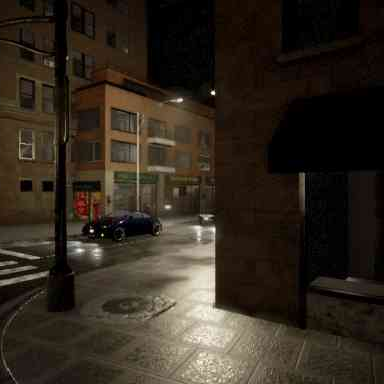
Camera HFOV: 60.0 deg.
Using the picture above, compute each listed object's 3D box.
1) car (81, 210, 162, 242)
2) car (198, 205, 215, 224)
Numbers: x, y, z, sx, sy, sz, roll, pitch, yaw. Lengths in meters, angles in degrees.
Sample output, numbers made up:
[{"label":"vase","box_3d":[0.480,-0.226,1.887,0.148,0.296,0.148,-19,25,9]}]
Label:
[{"label":"car","box_3d":[-3.400,1.594,16.725,1.994,1.385,4.181,0,0,35]},{"label":"car","box_3d":[2.309,1.580,24.737,1.812,1.442,4.674,0,0,35]}]
